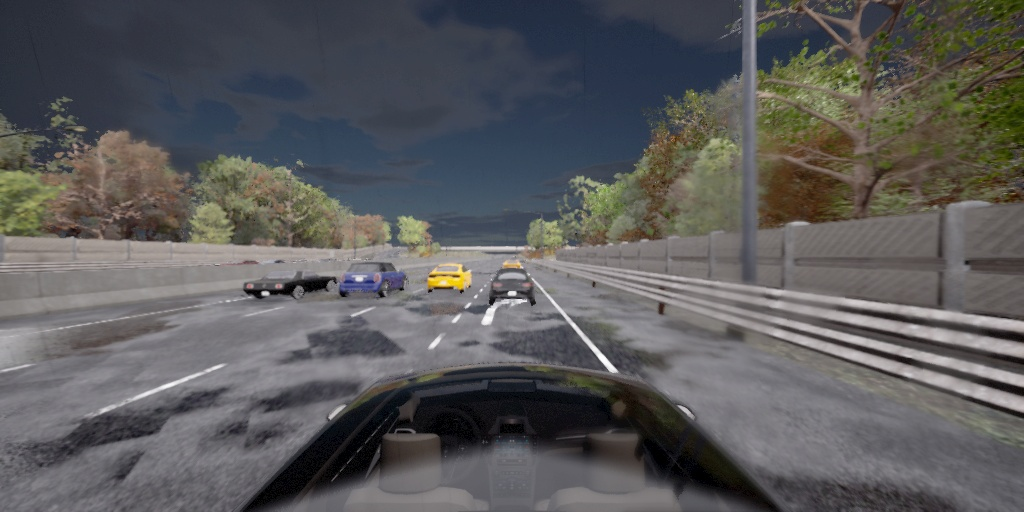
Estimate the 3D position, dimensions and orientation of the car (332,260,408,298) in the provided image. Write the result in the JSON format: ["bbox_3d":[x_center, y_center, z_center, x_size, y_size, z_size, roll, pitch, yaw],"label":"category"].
[{"bbox_3d":[-6.888,1.051,18.313,2.097,1.767,4.553,0,0,0],"label":"car"}]

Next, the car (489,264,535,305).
[{"bbox_3d":[0.009,1.238,15.814,1.812,1.442,4.674,0,0,0],"label":"car"}]

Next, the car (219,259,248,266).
[{"bbox_3d":[-31.526,1.116,41.768,1.882,1.535,5.008,0,0,1],"label":"car"}]

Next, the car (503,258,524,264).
[{"bbox_3d":[0.025,1.149,38.448,1.882,1.535,5.008,0,0,0],"label":"car"}]

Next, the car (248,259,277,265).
[{"bbox_3d":[-28.027,1.167,41.975,1.812,1.442,4.674,0,0,0],"label":"car"}]

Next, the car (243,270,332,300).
[{"bbox_3d":[-10.386,1.299,17.335,1.895,1.301,4.718,0,0,0],"label":"car"}]

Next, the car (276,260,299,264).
[{"bbox_3d":[-24.531,1.246,41.523,1.895,1.301,4.718,0,0,1],"label":"car"}]

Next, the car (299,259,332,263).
[{"bbox_3d":[-21.047,1.140,40.217,2.128,1.511,4.902,0,0,0],"label":"car"}]

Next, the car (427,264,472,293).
[{"bbox_3d":[-3.385,1.176,20.205,1.882,1.535,5.008,0,0,0],"label":"car"}]
